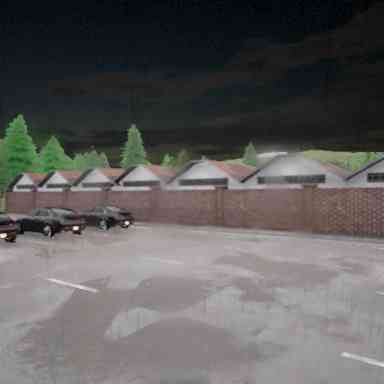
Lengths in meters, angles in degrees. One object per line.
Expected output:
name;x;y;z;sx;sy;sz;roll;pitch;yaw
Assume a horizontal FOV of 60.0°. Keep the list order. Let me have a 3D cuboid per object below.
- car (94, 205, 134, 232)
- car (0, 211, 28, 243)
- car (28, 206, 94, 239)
car;-5.810;1.591;21.006;4.892;1.490;1.837;0;0;35
car;-9.872;1.591;15.305;4.892;1.490;1.837;0;0;35
car;-7.827;1.591;18.145;4.892;1.490;1.837;0;0;35
